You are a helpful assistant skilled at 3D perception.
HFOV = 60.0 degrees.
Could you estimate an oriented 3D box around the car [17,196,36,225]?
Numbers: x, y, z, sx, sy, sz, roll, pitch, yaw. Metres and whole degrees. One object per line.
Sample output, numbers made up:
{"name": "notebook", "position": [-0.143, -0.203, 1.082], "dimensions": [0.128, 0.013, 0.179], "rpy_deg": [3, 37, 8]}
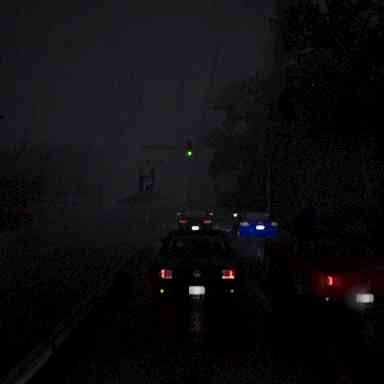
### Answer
{"name": "car", "position": [-13.628, 1.439, 23.523], "dimensions": [4.553, 1.767, 2.185], "rpy_deg": [-1, 0, -19]}

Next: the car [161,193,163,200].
{"name": "car", "position": [-9.643, 1.476, 76.280], "dimensions": [4.674, 1.452, 2.002], "rpy_deg": [-1, 0, -13]}

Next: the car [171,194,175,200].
{"name": "car", "position": [-8.006, 1.200, 88.270], "dimensions": [5.566, 2.045, 2.435], "rpy_deg": [-1, 0, -12]}

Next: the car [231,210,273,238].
{"name": "car", "position": [3.171, 1.616, 17.391], "dimensions": [1.994, 1.385, 4.181], "rpy_deg": [0, 0, 0]}

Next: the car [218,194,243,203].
{"name": "car", "position": [7.664, 1.244, 66.894], "dimensions": [4.553, 1.767, 2.185], "rpy_deg": [1, 0, -14]}

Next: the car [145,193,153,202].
{"name": "car", "position": [-10.802, 1.413, 64.321], "dimensions": [5.366, 1.575, 1.946], "rpy_deg": [-1, 0, -15]}

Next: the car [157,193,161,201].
{"name": "car", "position": [-10.016, 1.433, 73.284], "dimensions": [4.892, 1.521, 2.231], "rpy_deg": [-1, 0, -14]}

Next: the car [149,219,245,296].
{"name": "car", "position": [0.111, 1.626, 8.687], "dimensions": [1.895, 1.301, 4.718], "rpy_deg": [0, 0, 0]}

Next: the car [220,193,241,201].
{"name": "car", "position": [9.454, 1.254, 81.594], "dimensions": [4.553, 1.767, 2.185], "rpy_deg": [1, 0, -12]}

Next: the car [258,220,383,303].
{"name": "car", "position": [3.121, 1.625, 8.194], "dimensions": [1.895, 1.301, 4.718], "rpy_deg": [0, 0, 0]}

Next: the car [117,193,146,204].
{"name": "car", "position": [-11.447, 1.452, 61.329], "dimensions": [4.792, 1.488, 2.163], "rpy_deg": [-1, 0, -15]}

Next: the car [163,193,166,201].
{"name": "car", "position": [-9.271, 1.480, 79.281], "dimensions": [4.674, 1.452, 2.002], "rpy_deg": [-1, -1, -13]}

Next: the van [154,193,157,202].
{"name": "van", "position": [-10.244, 1.200, 70.314], "dimensions": [4.442, 1.987, 1.878], "rpy_deg": [-1, 0, -14]}

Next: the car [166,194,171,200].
{"name": "car", "position": [-8.457, 1.487, 85.263], "dimensions": [4.674, 1.452, 2.002], "rpy_deg": [-1, 0, -12]}

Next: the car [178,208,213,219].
{"name": "car", "position": [0.180, 1.581, 18.360], "dimensions": [1.812, 1.442, 4.674], "rpy_deg": [0, 0, 0]}

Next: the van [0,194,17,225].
{"name": "van", "position": [-13.603, 1.328, 20.545], "dimensions": [4.442, 1.987, 1.878], "rpy_deg": [-1, 0, -19]}

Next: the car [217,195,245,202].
{"name": "car", "position": [8.200, 1.371, 69.888], "dimensions": [5.366, 1.575, 1.946], "rpy_deg": [1, 0, -13]}

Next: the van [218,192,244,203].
{"name": "van", "position": [7.280, 1.140, 63.925], "dimensions": [4.442, 1.987, 1.878], "rpy_deg": [1, 0, -14]}

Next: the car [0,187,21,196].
{"name": "car", "position": [-28.167, 0.216, 52.198], "dimensions": [2.002, 1.452, 4.674], "rpy_deg": [6, -3, -19]}
